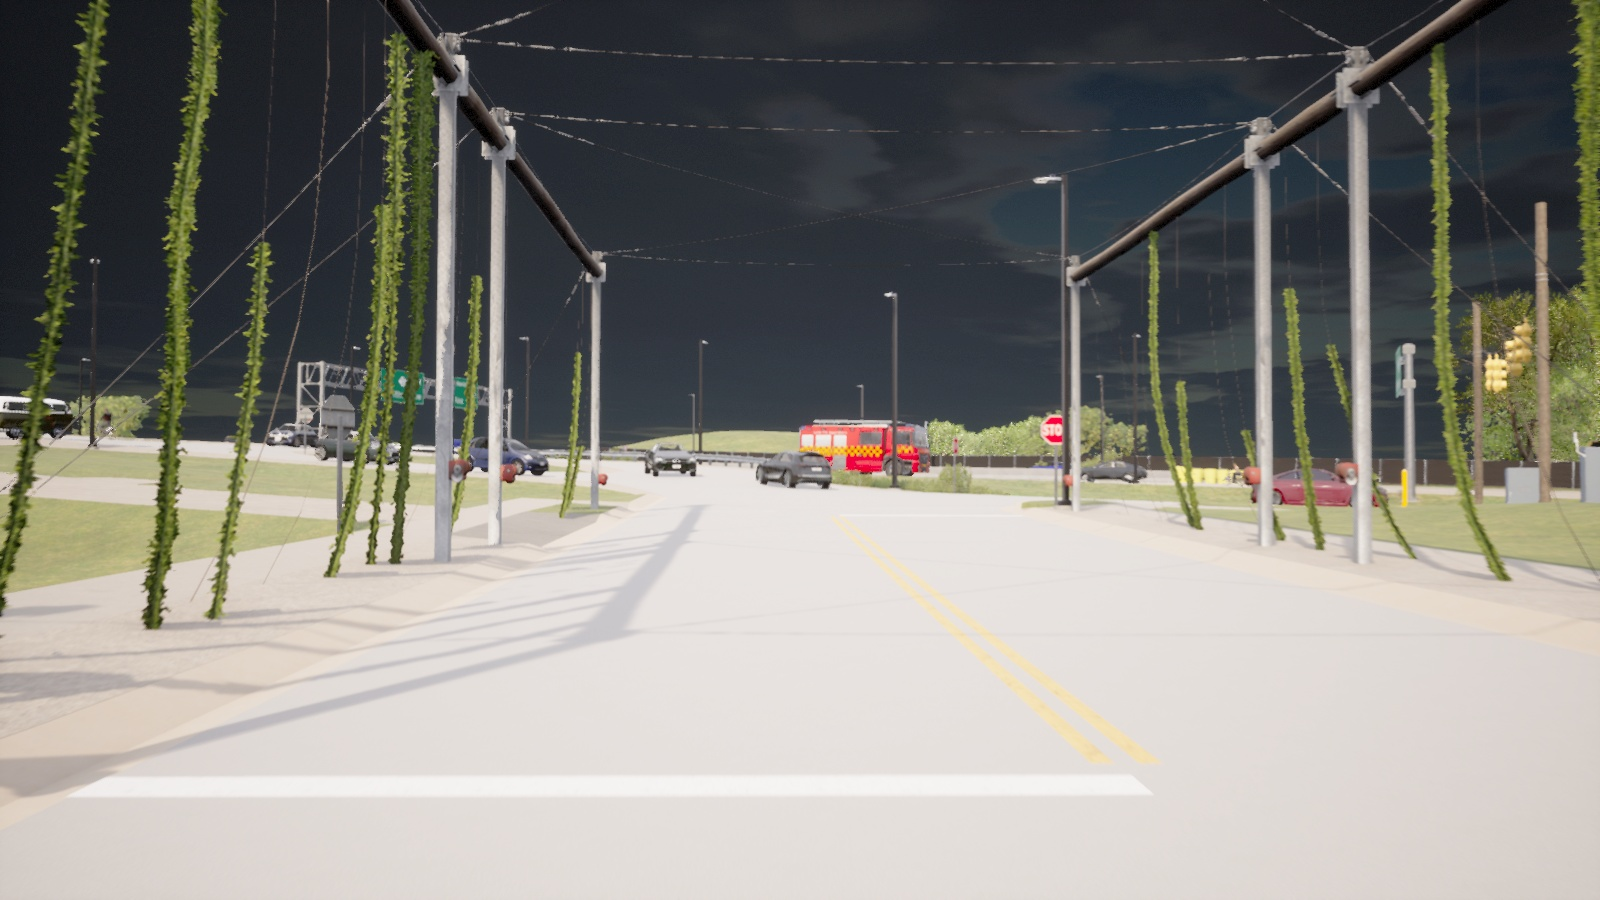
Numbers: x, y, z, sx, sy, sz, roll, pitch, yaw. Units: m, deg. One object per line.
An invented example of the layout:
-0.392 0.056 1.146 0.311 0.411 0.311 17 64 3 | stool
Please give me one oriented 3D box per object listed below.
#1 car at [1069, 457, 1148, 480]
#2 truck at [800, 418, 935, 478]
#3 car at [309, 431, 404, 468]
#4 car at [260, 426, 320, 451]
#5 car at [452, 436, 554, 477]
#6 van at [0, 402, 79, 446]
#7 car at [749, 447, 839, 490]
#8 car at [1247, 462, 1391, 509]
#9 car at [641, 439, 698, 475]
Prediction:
20.746 1.251 84.467 4.902 1.511 2.128 0 -1 23 | car
4.493 -0.145 83.935 8.468 3.827 2.891 0 -1 24 | truck
-20.704 -0.015 58.599 3.806 1.475 1.970 3 0 25 | car
-32.508 -0.726 80.194 1.970 1.475 3.806 2 0 5 | car
-13.049 0.296 55.214 3.988 1.617 1.851 3 0 23 | car
-38.209 -1.310 61.863 2.069 2.038 4.480 3 2 15 | van
-0.326 0.785 55.032 2.033 1.649 4.856 1 1 -25 | car
16.716 1.131 40.565 4.181 1.385 1.994 1 -1 23 | car
-6.542 0.314 62.680 2.152 1.651 5.027 0 1 -14 | car
